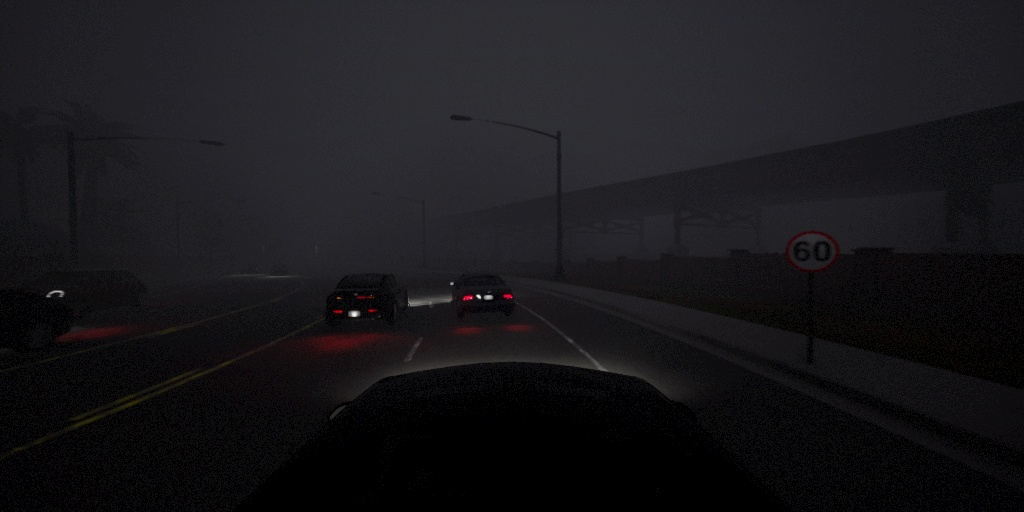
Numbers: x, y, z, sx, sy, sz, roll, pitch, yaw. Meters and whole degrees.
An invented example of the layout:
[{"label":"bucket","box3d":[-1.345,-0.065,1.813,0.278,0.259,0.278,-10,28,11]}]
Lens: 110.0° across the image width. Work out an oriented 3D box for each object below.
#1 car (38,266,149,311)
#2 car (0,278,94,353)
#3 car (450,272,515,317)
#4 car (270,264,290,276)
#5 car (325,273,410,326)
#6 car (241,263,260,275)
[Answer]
[{"label":"car","box3d":[-15.788,1.262,12.975,2.097,1.767,4.553,-1,0,-16]},{"label":"car","box3d":[-10.995,1.343,6.299,1.837,1.490,4.892,0,0,-7]},{"label":"car","box3d":[-1.218,1.289,13.203,2.033,1.411,5.357,-1,0,-12]},{"label":"car","box3d":[-27.692,1.638,42.832,2.033,1.411,5.357,-1,0,-32]},{"label":"car","box3d":[-4.602,1.284,11.880,1.837,1.490,4.892,0,0,-10]},{"label":"car","box3d":[-35.669,1.691,48.972,1.882,1.535,5.008,-1,0,-32]}]
